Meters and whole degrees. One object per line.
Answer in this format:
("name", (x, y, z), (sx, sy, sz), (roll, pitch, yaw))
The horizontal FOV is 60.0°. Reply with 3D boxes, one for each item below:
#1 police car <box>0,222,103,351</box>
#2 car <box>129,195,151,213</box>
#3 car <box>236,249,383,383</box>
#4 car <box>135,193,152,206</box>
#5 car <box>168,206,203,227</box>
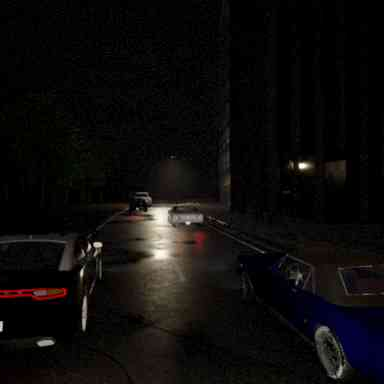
("police car", (-2.883, 1.423, 6.551), (1.930, 1.638, 5.238), (0, 0, -11))
("car", (-5.755, 1.427, 36.091), (1.837, 1.490, 4.892), (0, 0, -5))
("car", (2.269, 1.603, 5.502), (1.895, 1.301, 4.718), (0, 0, -11))
("car", (-6.867, 1.109, 46.486), (2.150, 2.045, 5.566), (0, 0, -3))
("car", (-0.574, 1.574, 22.500), (1.895, 1.301, 4.718), (0, 0, -8))
